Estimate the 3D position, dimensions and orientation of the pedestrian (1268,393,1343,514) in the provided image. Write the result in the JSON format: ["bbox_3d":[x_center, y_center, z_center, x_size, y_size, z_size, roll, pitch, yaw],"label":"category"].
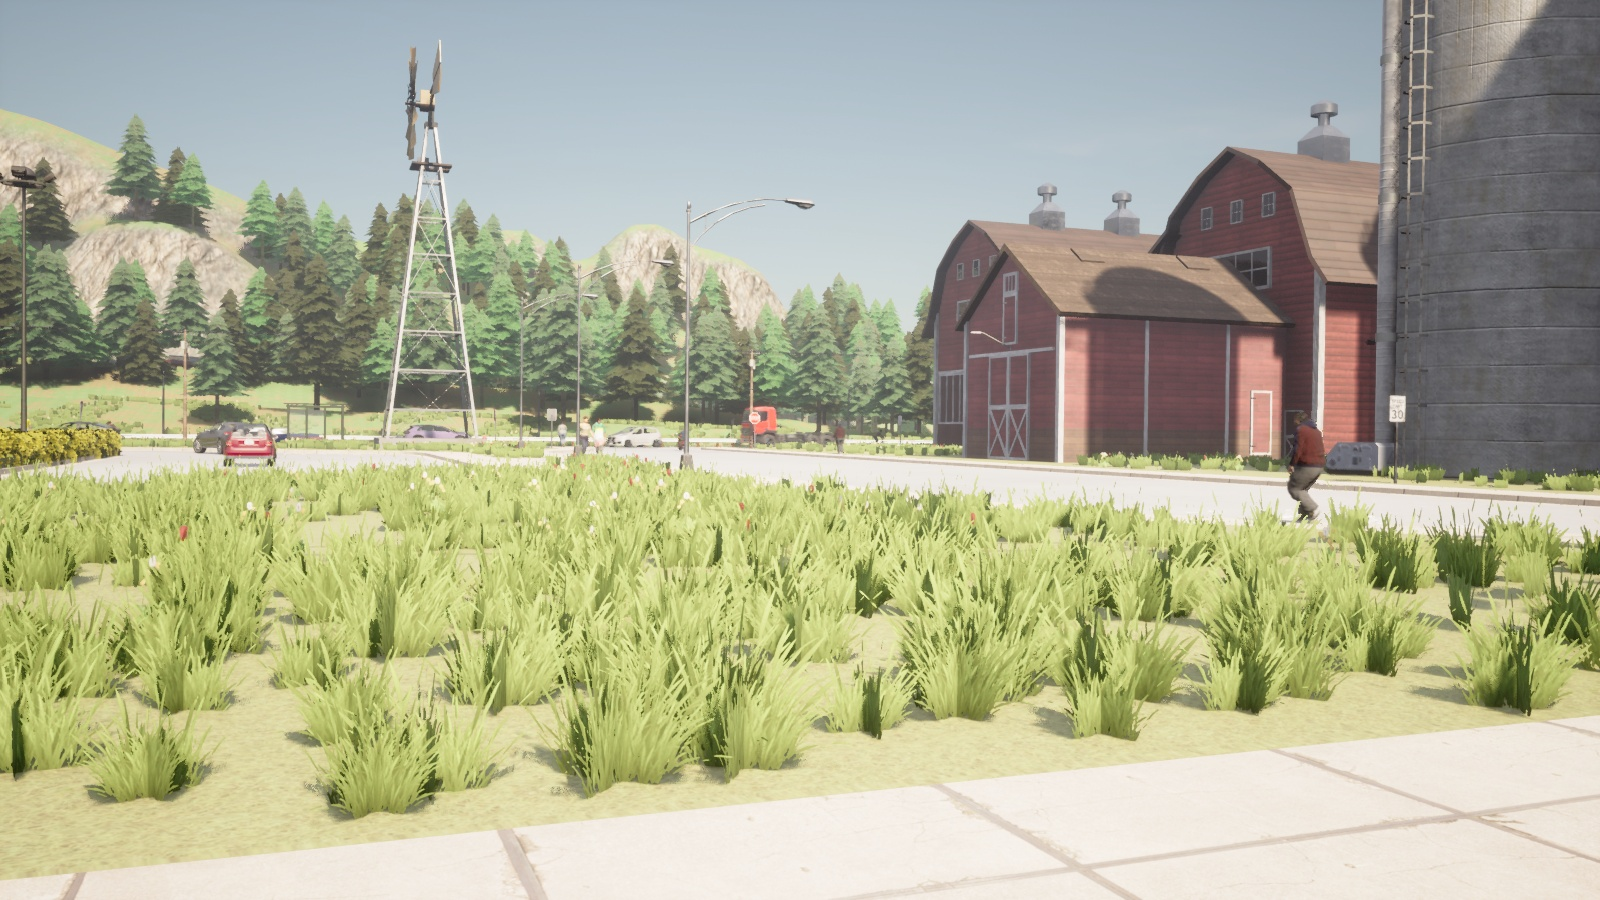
[{"bbox_3d":[7.967,0.045,19.786,0.634,1.844,0.899,-1,1,-40],"label":"pedestrian"}]

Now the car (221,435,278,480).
[{"bbox_3d":[-20.334,0.240,46.506,1.789,1.549,3.705,-1,1,-22],"label":"car"}]

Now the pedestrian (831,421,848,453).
[{"bbox_3d":[2.278,-0.753,72.636,0.634,1.844,0.899,-1,1,-22],"label":"pedestrian"}]

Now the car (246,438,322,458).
[{"bbox_3d":[-35.537,-0.126,86.605,4.718,1.301,1.895,-1,1,-21],"label":"car"}]

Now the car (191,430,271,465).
[{"bbox_3d":[-28.754,-0.144,63.395,2.152,1.651,5.027,-1,1,-43],"label":"car"}]

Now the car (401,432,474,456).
[{"bbox_3d":[-26.073,-0.458,90.220,4.856,1.649,2.033,-1,1,-21],"label":"car"}]

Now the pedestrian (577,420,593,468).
[{"bbox_3d":[-8.305,-0.247,48.490,0.345,1.836,0.594,-1,1,-43],"label":"pedestrian"}]

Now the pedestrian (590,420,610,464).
[{"bbox_3d":[-8.980,-0.366,56.309,0.659,1.952,0.873,-1,1,-23],"label":"pedestrian"}]

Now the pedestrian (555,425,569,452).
[{"bbox_3d":[-16.501,-0.785,87.050,0.874,1.855,0.900,-1,1,-17],"label":"pedestrian"}]

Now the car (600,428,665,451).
[{"bbox_3d":[-12.916,-0.798,97.103,2.242,1.667,4.611,0,1,41],"label":"car"}]

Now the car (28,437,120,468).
[{"bbox_3d":[-37.582,0.126,65.093,3.705,1.549,1.789,0,1,-9],"label":"car"}]
